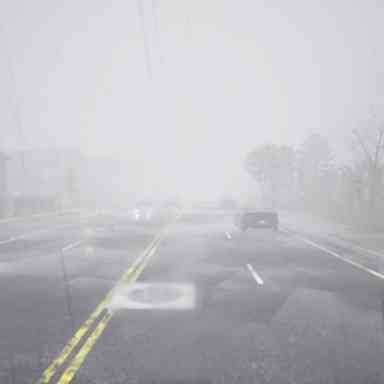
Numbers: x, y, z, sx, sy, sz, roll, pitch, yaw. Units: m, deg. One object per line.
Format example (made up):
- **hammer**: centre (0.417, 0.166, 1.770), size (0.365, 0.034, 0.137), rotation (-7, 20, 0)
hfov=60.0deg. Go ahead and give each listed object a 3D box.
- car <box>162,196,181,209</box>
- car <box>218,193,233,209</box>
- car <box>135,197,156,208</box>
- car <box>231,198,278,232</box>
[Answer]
- **car**: centre (-2.421, 1.232, 40.368), size (2.033, 1.411, 5.357), rotation (0, 0, 3)
- **car**: centre (4.253, 1.216, 39.793), size (1.812, 1.442, 4.674), rotation (0, 1, 3)
- **car**: centre (-5.649, 1.282, 40.823), size (1.895, 1.301, 4.718), rotation (0, 0, 3)
- **car**: centre (3.572, 1.330, 19.135), size (1.882, 1.535, 5.008), rotation (0, 1, 1)
